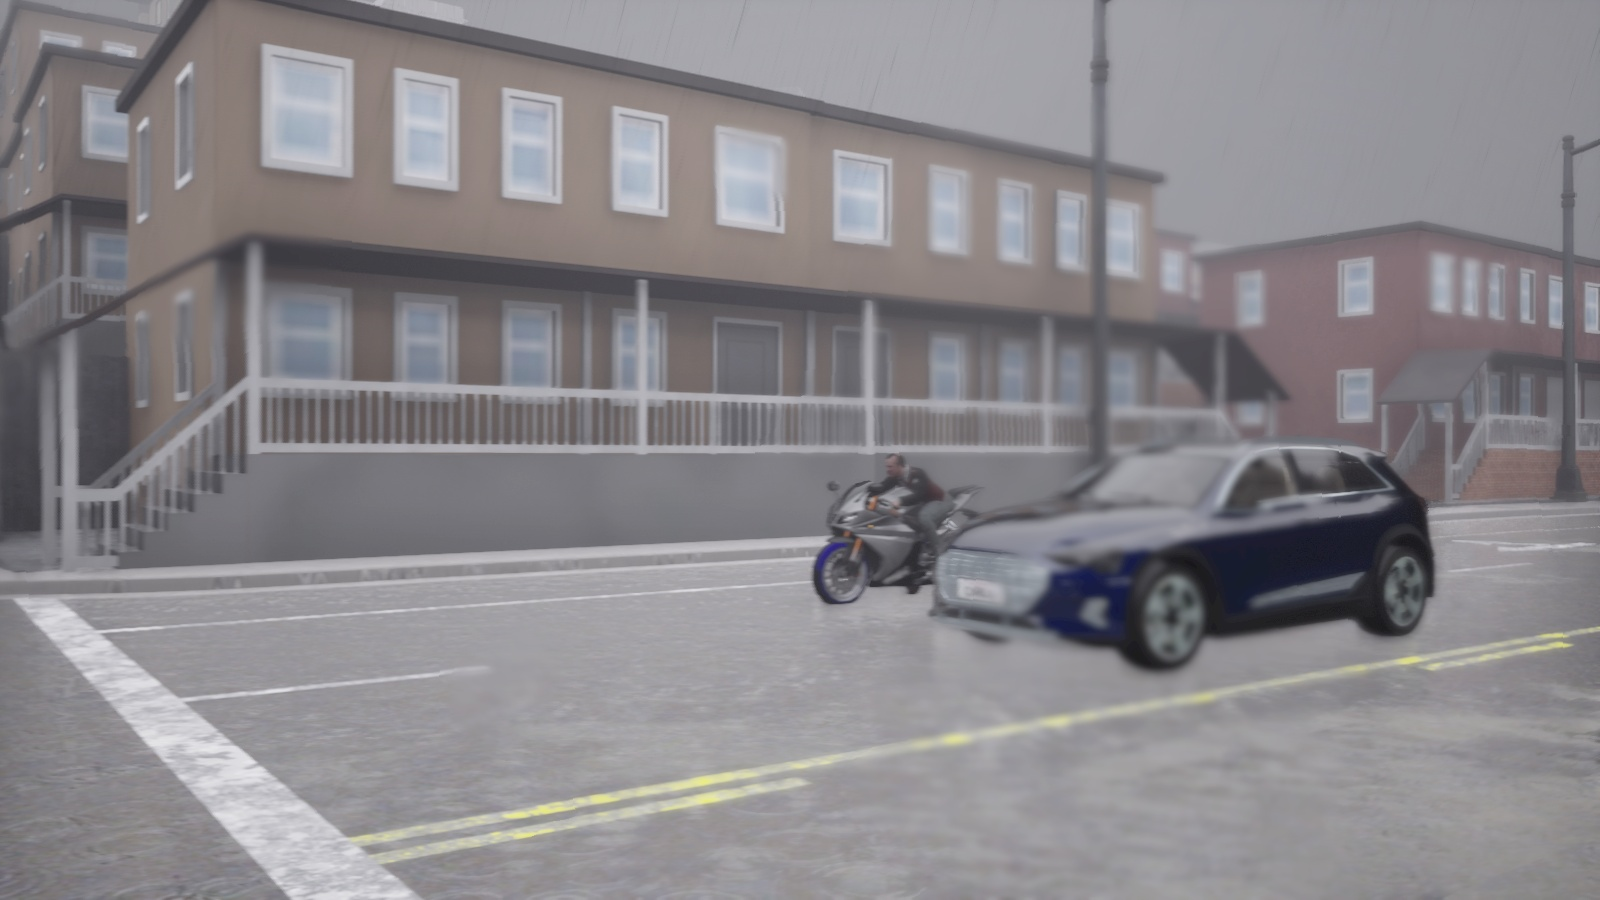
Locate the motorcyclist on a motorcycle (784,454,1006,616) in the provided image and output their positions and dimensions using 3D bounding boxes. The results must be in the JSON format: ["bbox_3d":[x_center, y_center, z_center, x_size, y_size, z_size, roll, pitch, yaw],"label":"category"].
[{"bbox_3d":[0.989,0.809,12.831,2.191,1.530,0.866,0,0,-33],"label":"motorcyclist on a motorcycle"}]

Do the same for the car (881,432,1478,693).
[{"bbox_3d":[3.201,0.691,10.151,4.856,1.649,2.033,-1,0,-35],"label":"car"}]
